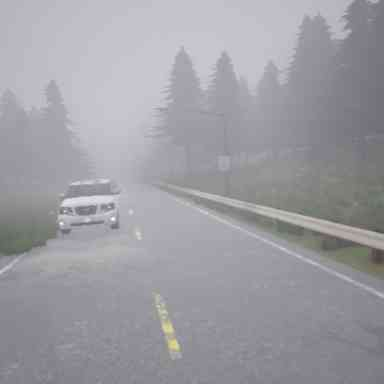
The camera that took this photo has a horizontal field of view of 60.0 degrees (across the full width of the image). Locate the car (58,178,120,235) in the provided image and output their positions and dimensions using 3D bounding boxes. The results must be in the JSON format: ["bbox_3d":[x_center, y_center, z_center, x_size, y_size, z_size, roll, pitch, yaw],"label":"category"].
[{"bbox_3d":[-4.404,0.487,14.672,2.150,2.045,5.566,-5,4,-12],"label":"car"}]

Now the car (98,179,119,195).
[{"bbox_3d":[-9.745,-0.696,39.041,2.128,1.511,4.902,-5,4,-12],"label":"car"}]
